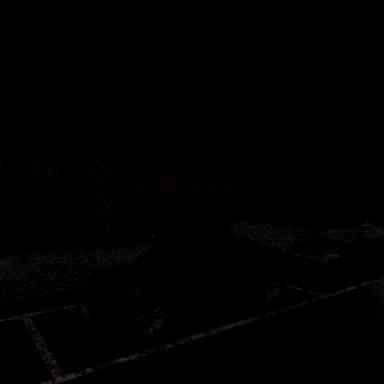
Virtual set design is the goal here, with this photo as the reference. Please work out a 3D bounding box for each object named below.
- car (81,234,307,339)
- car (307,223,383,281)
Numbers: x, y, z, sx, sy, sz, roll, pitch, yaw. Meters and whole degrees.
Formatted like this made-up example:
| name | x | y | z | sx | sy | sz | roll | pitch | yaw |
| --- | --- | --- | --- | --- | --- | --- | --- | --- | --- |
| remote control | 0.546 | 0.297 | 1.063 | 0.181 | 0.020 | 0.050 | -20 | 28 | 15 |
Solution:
| name | x | y | z | sx | sy | sz | roll | pitch | yaw |
| --- | --- | --- | --- | --- | --- | --- | --- | --- | --- |
| car | 0.072 | 1.566 | 6.588 | 4.313 | 1.339 | 1.947 | 0 | 0 | -35 |
| car | 4.552 | 1.582 | 9.781 | 4.206 | 1.307 | 1.802 | 0 | 0 | -35 |
